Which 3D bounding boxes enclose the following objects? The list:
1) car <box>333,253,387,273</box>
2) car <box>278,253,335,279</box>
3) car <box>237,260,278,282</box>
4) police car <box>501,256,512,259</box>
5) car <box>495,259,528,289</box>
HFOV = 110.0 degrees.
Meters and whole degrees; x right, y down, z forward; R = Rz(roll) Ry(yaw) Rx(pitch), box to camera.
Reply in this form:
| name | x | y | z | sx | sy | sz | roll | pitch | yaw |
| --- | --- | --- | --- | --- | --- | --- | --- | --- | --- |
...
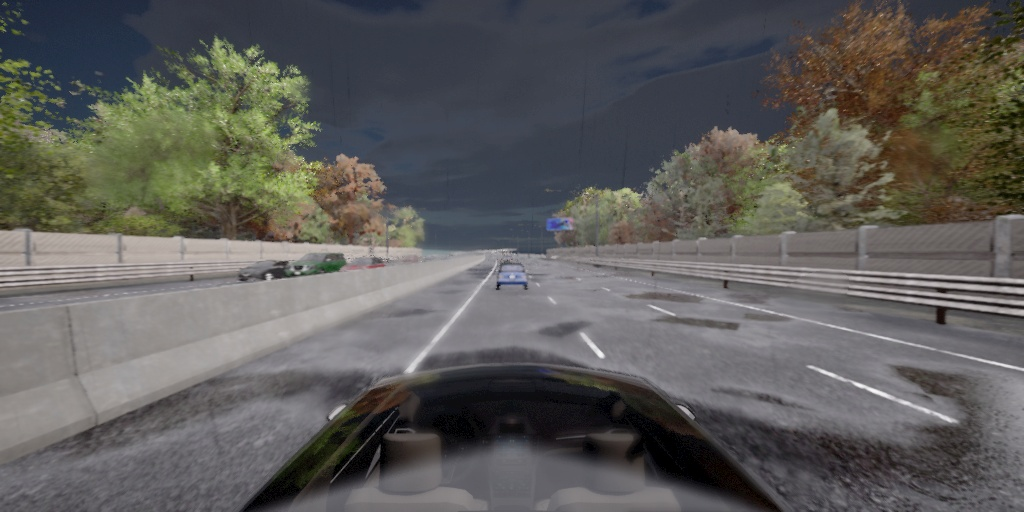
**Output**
| name | x | y | z | sx | sy | sz | roll | pitch | yaw |
| --- | --- | --- | --- | --- | --- | --- | --- | --- | --- |
| car | -10.753 | 0.885 | 26.180 | 2.097 | 1.767 | 4.553 | 0 | 1 | -1 |
| car | -14.255 | 0.758 | 26.551 | 2.150 | 2.045 | 5.566 | 0 | 0 | 0 |
| car | -17.753 | 1.047 | 26.305 | 1.837 | 1.490 | 4.892 | 0 | 0 | -1 |
| police car | -0.707 | 0.765 | 53.678 | 2.038 | 1.542 | 4.974 | 0 | 0 | -1 |
| car | -0.007 | 1.116 | 21.275 | 2.033 | 1.411 | 5.357 | 0 | 1 | -1 |
